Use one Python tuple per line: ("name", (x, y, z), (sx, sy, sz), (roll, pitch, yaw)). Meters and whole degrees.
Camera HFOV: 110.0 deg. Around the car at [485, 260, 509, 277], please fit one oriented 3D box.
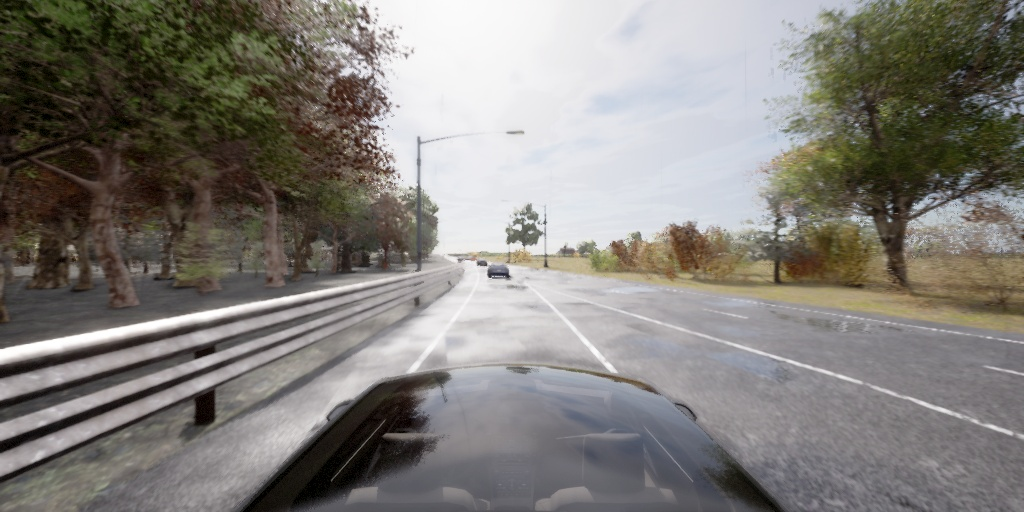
("car", (-1.361, 1.288, 34.584), (1.994, 1.385, 4.181), (0, 0, -5))
